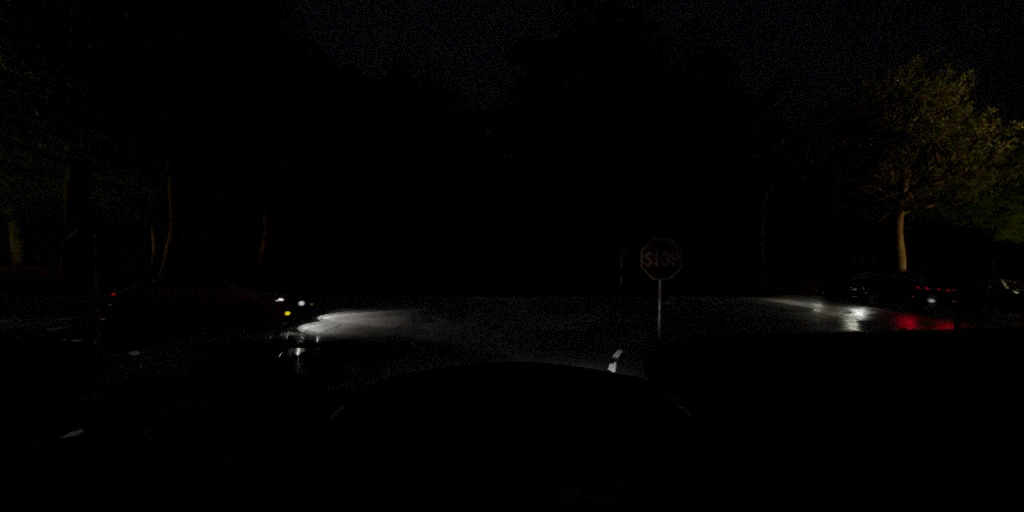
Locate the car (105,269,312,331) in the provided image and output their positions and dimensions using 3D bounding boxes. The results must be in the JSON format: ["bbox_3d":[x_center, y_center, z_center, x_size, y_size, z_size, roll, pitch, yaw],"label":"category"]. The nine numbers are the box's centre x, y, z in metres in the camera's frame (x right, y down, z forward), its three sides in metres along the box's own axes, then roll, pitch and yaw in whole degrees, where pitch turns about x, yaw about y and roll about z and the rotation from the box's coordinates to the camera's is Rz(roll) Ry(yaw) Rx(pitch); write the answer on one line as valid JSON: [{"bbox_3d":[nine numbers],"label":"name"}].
[{"bbox_3d":[-7.684,1.063,9.448,4.181,1.385,1.994,1,2,-8],"label":"car"}]

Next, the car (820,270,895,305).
[{"bbox_3d":[17.029,1.388,16.718,5.008,1.535,1.882,1,2,-11],"label":"car"}]

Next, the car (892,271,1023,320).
[{"bbox_3d":[17.870,1.502,13.709,4.902,1.511,2.128,1,2,-12],"label":"car"}]
